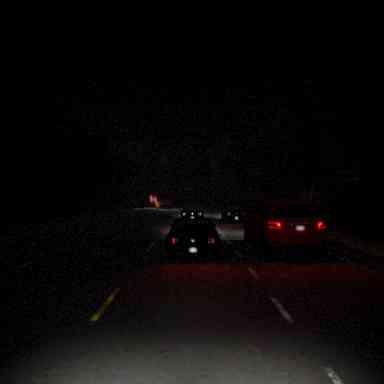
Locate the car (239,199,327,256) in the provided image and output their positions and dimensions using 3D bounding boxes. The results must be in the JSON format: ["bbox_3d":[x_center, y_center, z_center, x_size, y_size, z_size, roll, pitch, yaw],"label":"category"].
[{"bbox_3d":[3.564,1.307,13.692,2.150,2.045,5.566,0,0,-1],"label":"car"}]

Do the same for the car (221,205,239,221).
[{"bbox_3d":[3.549,1.778,28.495,1.895,1.301,4.718,0,0,0],"label":"car"}]

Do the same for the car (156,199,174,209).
[{"bbox_3d":[-4.210,1.795,51.117,1.882,1.535,5.008,1,-1,-18],"label":"car"}]

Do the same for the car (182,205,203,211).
[{"bbox_3d":[0.049,1.778,28.493,1.895,1.301,4.718,0,0,0],"label":"car"}]

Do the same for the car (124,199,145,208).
[{"bbox_3d":[-9.371,1.861,53.922,1.812,1.442,4.674,1,-1,-40],"label":"car"}]

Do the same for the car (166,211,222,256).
[{"bbox_3d":[0.057,1.685,13.493,1.895,1.301,4.718,0,0,0],"label":"car"}]
